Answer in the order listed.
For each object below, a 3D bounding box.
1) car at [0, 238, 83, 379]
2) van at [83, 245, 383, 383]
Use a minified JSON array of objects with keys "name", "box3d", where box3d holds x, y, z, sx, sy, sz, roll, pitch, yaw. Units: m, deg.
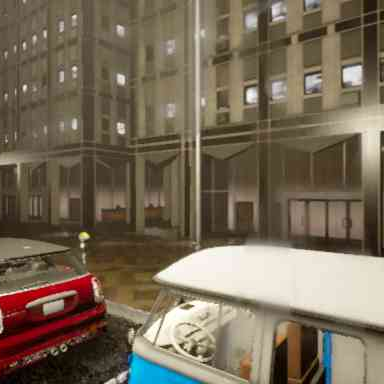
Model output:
[{"name":"car","box3d":[-3.279,1.443,5.224,4.097,1.590,1.967,0,0,36]},{"name":"van","box3d":[1.351,1.341,1.915,3.998,1.788,1.690,0,0,36]}]
